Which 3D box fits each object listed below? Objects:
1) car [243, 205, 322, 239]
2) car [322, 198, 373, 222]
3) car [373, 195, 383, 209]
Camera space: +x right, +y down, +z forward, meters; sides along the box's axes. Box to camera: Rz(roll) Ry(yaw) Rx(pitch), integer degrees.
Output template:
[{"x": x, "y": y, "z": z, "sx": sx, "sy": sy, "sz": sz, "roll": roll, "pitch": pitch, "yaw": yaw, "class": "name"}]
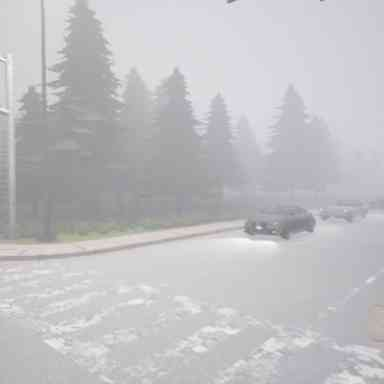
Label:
[{"x": 4.221, "y": 1.315, "z": 15.799, "sx": 1.994, "sy": 1.385, "sz": 4.181, "roll": 0, "pitch": 1, "yaw": 43, "class": "car"}, {"x": 10.216, "y": 1.180, "z": 22.287, "sx": 1.895, "sy": 1.301, "sz": 4.718, "roll": 0, "pitch": 1, "yaw": 43, "class": "car"}, {"x": 17.014, "y": 0.986, "z": 29.622, "sx": 1.895, "sy": 1.301, "sz": 4.718, "roll": 0, "pitch": 1, "yaw": 43, "class": "car"}]
